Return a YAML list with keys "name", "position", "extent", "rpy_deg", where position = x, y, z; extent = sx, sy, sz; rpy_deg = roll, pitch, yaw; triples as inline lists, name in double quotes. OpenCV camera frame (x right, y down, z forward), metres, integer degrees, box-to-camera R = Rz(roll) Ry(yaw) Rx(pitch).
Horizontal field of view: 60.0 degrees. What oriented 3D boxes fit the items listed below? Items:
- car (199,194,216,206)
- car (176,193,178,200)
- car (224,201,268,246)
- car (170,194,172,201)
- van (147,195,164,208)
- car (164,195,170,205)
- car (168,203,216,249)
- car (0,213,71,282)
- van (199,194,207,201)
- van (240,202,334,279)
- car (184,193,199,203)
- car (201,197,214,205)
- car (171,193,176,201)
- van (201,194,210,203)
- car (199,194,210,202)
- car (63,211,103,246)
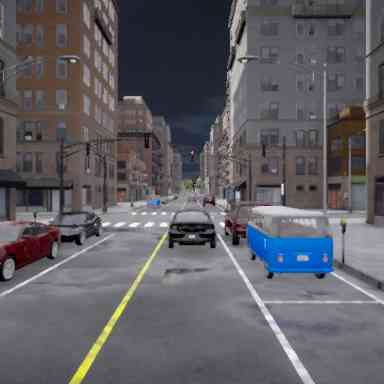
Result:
- name: "car"
  position: [2.705, 1.302, 52.641]
  extent: [2.192, 1.841, 5.009]
  rpy_deg: [0, 0, 0]
- name: "car"
  position: [-5.398, 1.527, 85.077]
  extent: [2.008, 1.369, 4.403]
  rpy_deg: [0, 0, 0]
- name: "car"
  position: [2.637, 1.311, 15.270]
  extent: [2.192, 1.841, 5.009]
  rpy_deg: [0, 0, 0]
- name: "car"
  position: [-5.404, 1.528, 63.452]
  extent: [1.887, 1.381, 4.507]
  rpy_deg: [0, 0, 0]
- name: "van"
  position: [-5.408, 1.329, 47.234]
  extent: [1.690, 1.788, 3.998]
  rpy_deg: [0, 0, 0]
- name: "car"
  position: [-5.405, 1.551, 58.046]
  extent: [1.947, 1.339, 4.313]
  rpy_deg: [0, 0, 0]
- name: "car"
  position: [0.000, 1.482, 14.650]
  extent: [1.882, 1.535, 5.008]
  rpy_deg: [0, 0, 0]
- name: "car"
  position: [-5.388, 1.541, 9.759]
  extent: [1.887, 1.381, 4.507]
  rpy_deg: [0, 0, 0]
- name: "van"
  position: [2.680, 1.319, 79.673]
  extent: [1.690, 1.788, 3.998]
  rpy_deg: [0, 0, 0]
- name: "van"
  position: [2.637, 1.337, 9.759]
  extent: [1.690, 1.788, 3.998]
  rpy_deg: [0, 0, 0]
- name: "car"
  position: [0.000, 1.479, 66.611]
  extent: [2.128, 1.511, 4.902]
  rpy_deg: [0, 0, 0]
- name: "car"
  position: [2.700, 1.536, 58.048]
  extent: [2.008, 1.369, 4.403]
  rpy_deg: [0, 0, 0]
- name: "car"
  position: [-5.399, 1.503, 79.502]
  extent: [1.752, 1.417, 4.829]
  rpy_deg: [0, 0, 0]
- name: "van"
  position: [2.690, 1.323, 68.860]
  extent: [1.690, 1.788, 3.998]
  rpy_deg: [0, 0, 0]
- name: "car"
  position: [2.685, 1.295, 74.267]
  extent: [2.192, 1.841, 5.009]
  rpy_deg: [0, 0, 0]
- name: "car"
  position: [-5.388, 1.561, 15.270]
  extent: [1.947, 1.339, 4.313]
  rpy_deg: [0, 0, 0]
